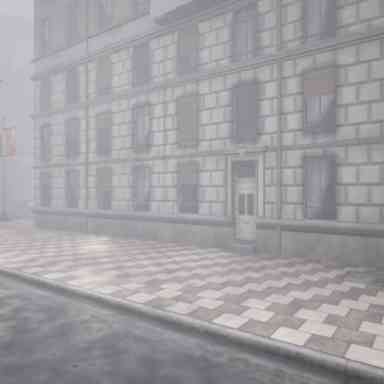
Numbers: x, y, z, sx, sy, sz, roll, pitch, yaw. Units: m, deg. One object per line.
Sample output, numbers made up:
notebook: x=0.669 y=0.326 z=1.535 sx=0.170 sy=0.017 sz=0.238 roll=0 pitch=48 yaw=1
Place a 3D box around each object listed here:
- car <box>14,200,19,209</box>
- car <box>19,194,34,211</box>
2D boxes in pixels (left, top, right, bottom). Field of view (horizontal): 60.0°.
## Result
car: x=-19.281 y=1.221 z=41.826 sx=2.150 sy=2.045 sz=5.566 roll=0 pitch=0 yaw=36
car: x=-17.089 y=1.352 z=38.878 sx=2.097 sy=1.767 sz=4.553 roll=0 pitch=0 yaw=36
